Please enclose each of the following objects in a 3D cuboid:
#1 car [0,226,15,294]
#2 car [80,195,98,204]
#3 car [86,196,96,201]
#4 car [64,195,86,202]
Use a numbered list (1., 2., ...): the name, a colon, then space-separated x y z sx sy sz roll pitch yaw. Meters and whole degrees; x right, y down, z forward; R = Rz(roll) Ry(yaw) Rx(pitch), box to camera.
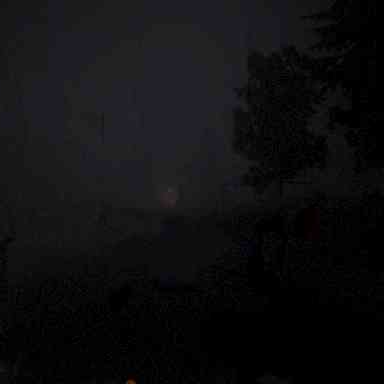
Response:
1. car: -5.571 1.473 8.205 2.128 1.511 4.902 0 0 -29
2. car: -20.784 1.493 67.102 2.038 1.542 4.974 0 0 1
3. car: -20.785 1.336 67.050 1.853 1.218 4.536 0 0 1
4. car: -23.397 1.257 66.047 3.633 1.501 1.845 0 0 -18
